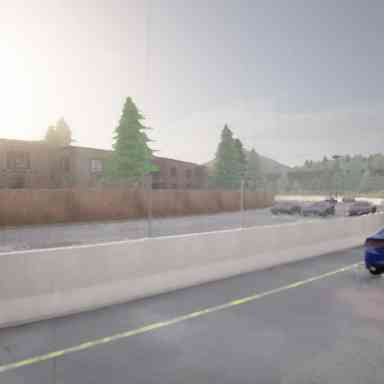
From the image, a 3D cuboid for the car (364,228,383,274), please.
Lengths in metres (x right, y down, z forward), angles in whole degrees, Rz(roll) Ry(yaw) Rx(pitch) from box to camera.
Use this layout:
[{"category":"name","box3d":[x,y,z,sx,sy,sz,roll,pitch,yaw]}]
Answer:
[{"category":"car","box3d":[6.726,1.492,9.538,5.008,1.535,1.882,0,0,-42]}]

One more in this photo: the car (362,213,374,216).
[{"category":"car","box3d":[15.639,1.558,30.258,1.837,1.490,4.892,0,0,35]}]
